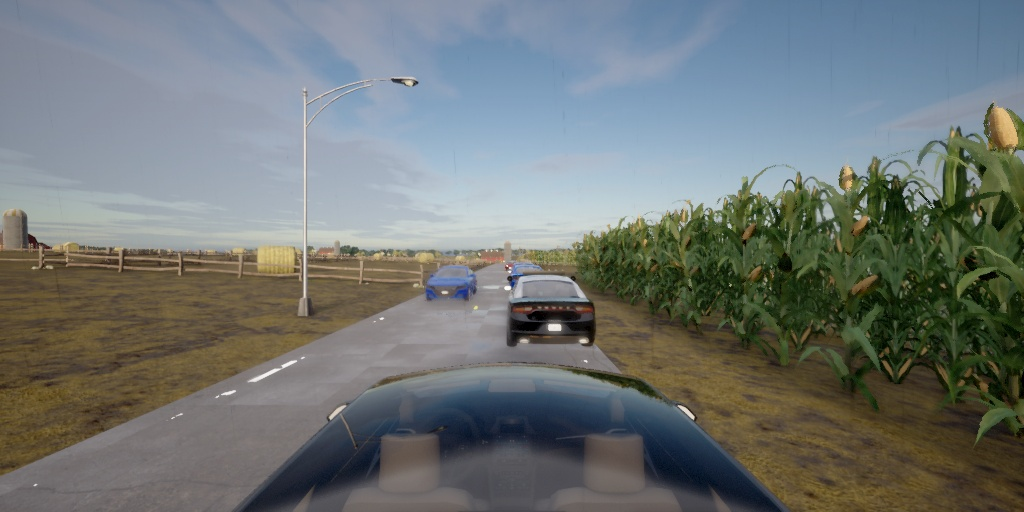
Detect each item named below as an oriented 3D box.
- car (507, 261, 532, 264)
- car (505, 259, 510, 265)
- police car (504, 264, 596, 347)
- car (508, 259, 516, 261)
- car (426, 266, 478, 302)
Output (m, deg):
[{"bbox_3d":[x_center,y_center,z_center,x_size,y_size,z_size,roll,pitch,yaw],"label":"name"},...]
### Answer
[{"bbox_3d":[0.819,1.213,19.373,1.882,1.535,5.008,0,0,0],"label":"car"},{"bbox_3d":[0.019,1.294,47.726,1.895,1.301,4.718,0,0,0],"label":"car"},{"bbox_3d":[0.822,1.171,9.483,1.930,1.638,5.238,0,0,0],"label":"police car"},{"bbox_3d":[0.813,1.201,25.373,1.882,1.535,5.008,0,0,0],"label":"car"},{"bbox_3d":[-2.755,1.215,17.186,1.882,1.535,5.008,0,0,0],"label":"car"}]
